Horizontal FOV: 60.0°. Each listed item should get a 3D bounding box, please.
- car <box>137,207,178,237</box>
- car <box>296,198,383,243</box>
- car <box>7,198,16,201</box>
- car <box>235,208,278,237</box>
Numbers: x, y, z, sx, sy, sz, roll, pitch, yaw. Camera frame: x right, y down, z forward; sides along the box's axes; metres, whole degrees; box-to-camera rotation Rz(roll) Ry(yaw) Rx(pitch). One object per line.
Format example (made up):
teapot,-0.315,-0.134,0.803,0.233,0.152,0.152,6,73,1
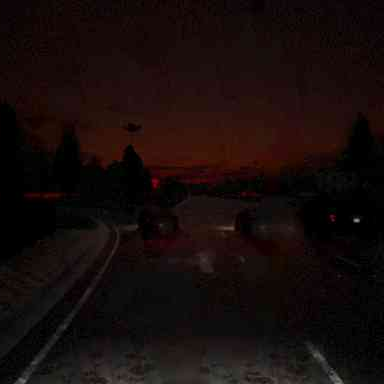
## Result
car,-2.103,1.611,19.293,1.882,1.535,5.008,0,0,-14
car,7.098,1.340,17.011,2.150,2.045,5.566,0,0,0
car,-38.723,2.005,70.276,4.902,1.511,2.128,0,-1,40
car,3.597,1.657,18.941,1.812,1.442,4.674,0,0,0
